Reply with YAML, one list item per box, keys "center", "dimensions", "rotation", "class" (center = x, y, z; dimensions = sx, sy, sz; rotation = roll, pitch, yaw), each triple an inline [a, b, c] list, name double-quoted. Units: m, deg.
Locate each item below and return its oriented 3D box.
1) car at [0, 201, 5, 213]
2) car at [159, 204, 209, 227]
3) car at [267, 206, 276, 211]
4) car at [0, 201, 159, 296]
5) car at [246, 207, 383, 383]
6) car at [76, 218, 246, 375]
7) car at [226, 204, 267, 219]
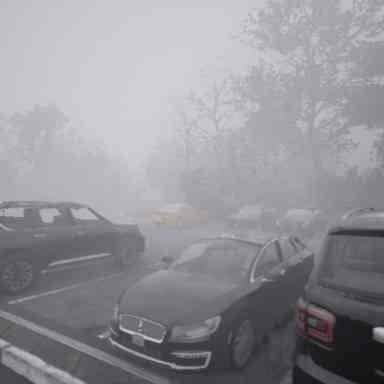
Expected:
- center: [-26.452, 1.961, 41.414]
  dimensions: [2.097, 1.535, 5.008]
  rotation: [-1, -1, 36]
  class: "car"
- center: [-0.719, 1.567, 23.019]
  dimensions: [2.097, 1.535, 5.008]
  rotation: [-1, 0, 36]
  class: "car"
- center: [6.085, 1.537, 18.170]
  dimensions: [2.002, 1.452, 4.674]
  rotation: [0, 0, 36]
  class: "car"
- center: [-3.774, 1.266, 9.170]
  dimensions: [2.435, 2.045, 5.566]
  rotation: [0, 0, 36]
  class: "car"
- center: [3.072, 1.216, 4.285]
  dimensions: [2.435, 2.045, 5.566]
  rotation: [0, 0, 35]
  class: "car"
- center: [0.776, 1.480, 5.895]
  dimensions: [2.231, 1.521, 4.892]
  rotation: [0, 0, 35]
  class: "car"
- center: [3.818, 1.516, 19.792]
  dimensions: [2.097, 1.535, 5.008]
  rotation: [-1, 0, 36]
  class: "car"
